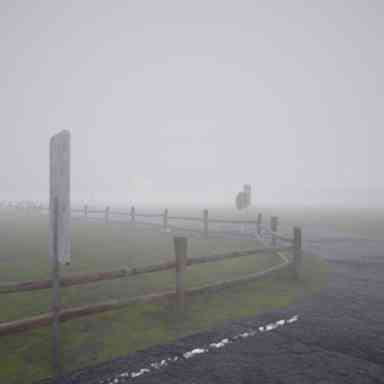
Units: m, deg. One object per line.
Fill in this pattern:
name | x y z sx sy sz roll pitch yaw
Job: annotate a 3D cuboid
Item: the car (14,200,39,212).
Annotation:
car | -23.548 1.886 47.303 2.097 1.767 4.553 0 -1 -44
